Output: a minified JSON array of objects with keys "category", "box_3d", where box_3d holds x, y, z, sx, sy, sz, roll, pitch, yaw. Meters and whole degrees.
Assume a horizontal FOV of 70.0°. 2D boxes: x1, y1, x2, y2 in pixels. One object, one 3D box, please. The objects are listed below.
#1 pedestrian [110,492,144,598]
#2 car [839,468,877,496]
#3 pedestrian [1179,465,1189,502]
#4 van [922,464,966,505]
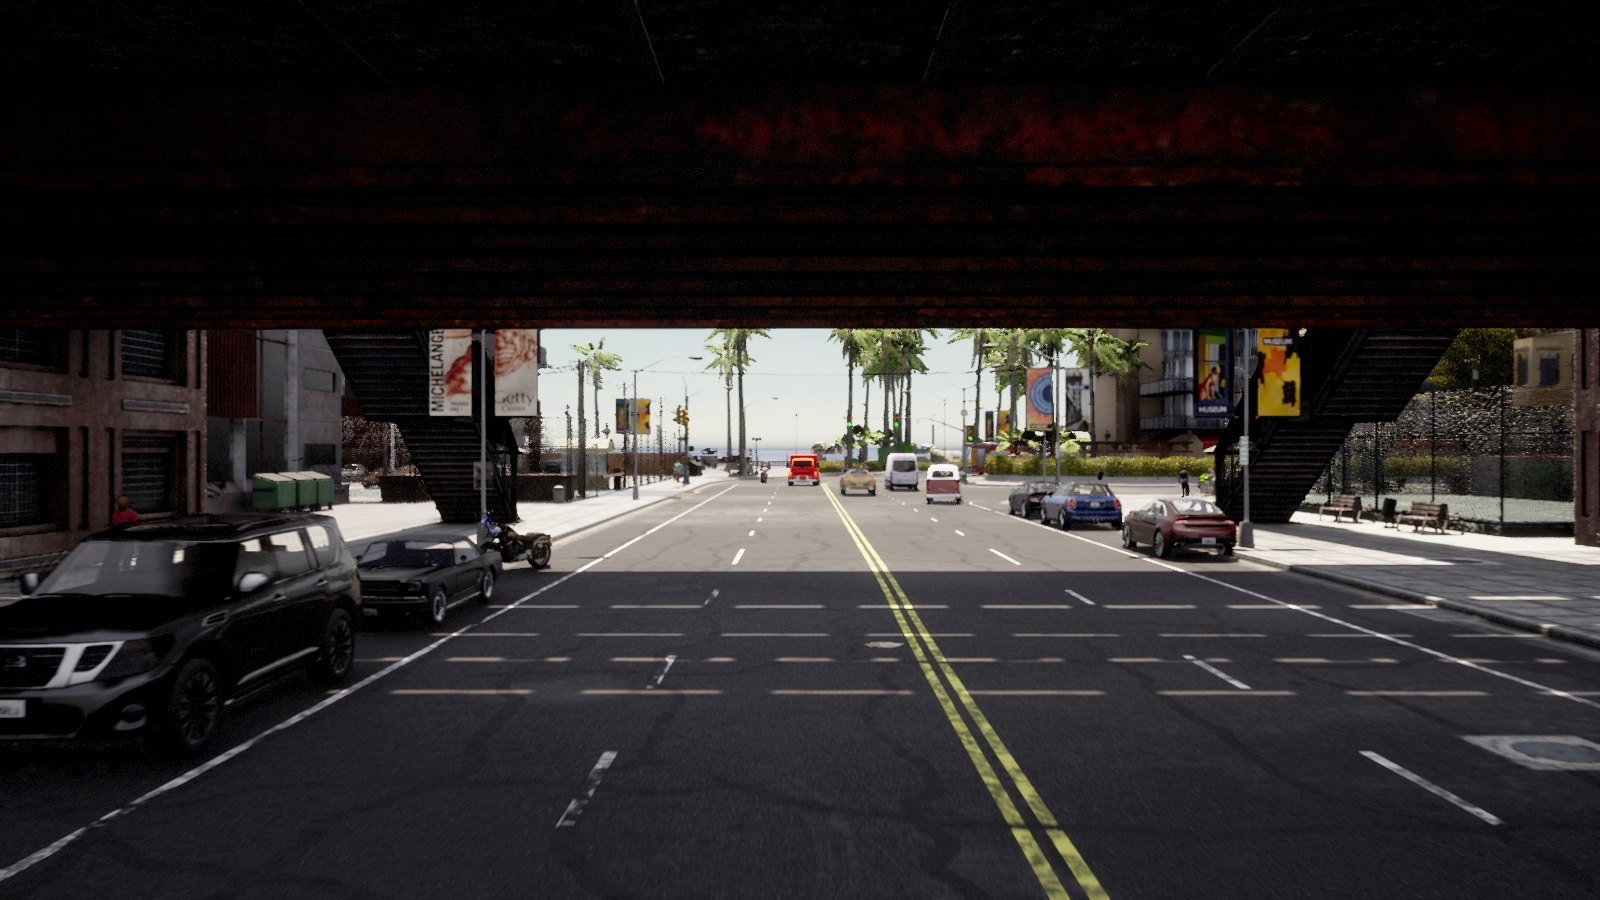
[{"category":"pedestrian","box_3d":[-12.031,1.696,20.414,0.375,1.860,0.375,0,0,4]},{"category":"car","box_3d":[3.646,1.992,72.242,2.152,1.651,5.027,0,0,0]},{"category":"pedestrian","box_3d":[19.342,1.696,57.518,0.375,1.860,0.375,0,0,41]},{"category":"van","box_3d":[7.721,1.783,60.838,2.069,2.038,4.480,-1,0,10]}]
